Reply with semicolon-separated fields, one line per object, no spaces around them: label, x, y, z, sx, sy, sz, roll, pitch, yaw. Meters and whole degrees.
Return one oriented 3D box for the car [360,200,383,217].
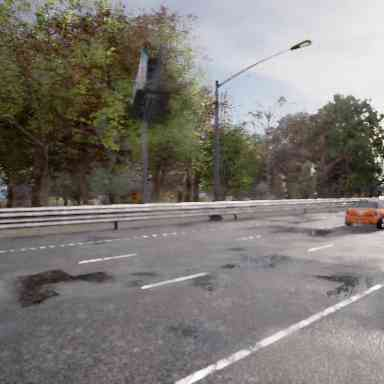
car;17.545;1.451;30.896;4.181;1.385;1.994;0;0;-41

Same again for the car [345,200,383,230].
car;11.553;1.273;20.966;4.553;1.767;2.097;0;0;-41
